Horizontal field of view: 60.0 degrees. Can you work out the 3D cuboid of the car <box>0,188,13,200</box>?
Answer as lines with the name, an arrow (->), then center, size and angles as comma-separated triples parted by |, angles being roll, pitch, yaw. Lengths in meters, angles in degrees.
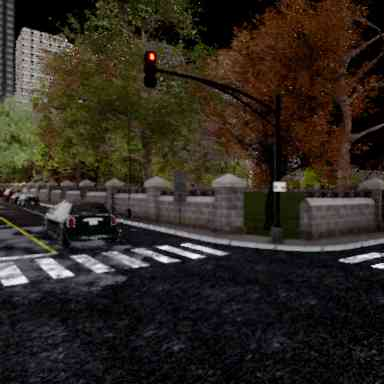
car -> -31.241, 0.244, 55.053 | 2.192, 1.841, 5.009 | 1, 0, -36

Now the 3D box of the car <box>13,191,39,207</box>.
car -> -18.225, 0.866, 37.138 | 2.008, 1.369, 4.403 | 2, 0, -36

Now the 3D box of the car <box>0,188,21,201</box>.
car -> -24.731, 0.437, 46.096 | 2.192, 1.841, 5.009 | 1, 0, -36

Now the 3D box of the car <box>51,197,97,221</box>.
car -> -8.558, 1.132, 23.839 | 1.752, 1.417, 4.829 | 2, 0, -36

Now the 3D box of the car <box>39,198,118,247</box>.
car -> -4.829, 1.126, 14.086 | 2.097, 1.767, 4.553 | 0, 1, -34

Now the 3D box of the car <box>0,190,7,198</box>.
car -> -34.504, 0.383, 59.532 | 2.008, 1.369, 4.403 | 1, 0, -36

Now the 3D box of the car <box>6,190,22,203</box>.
car -> -21.482, 0.784, 41.617 | 1.947, 1.339, 4.313 | 2, 0, -36
